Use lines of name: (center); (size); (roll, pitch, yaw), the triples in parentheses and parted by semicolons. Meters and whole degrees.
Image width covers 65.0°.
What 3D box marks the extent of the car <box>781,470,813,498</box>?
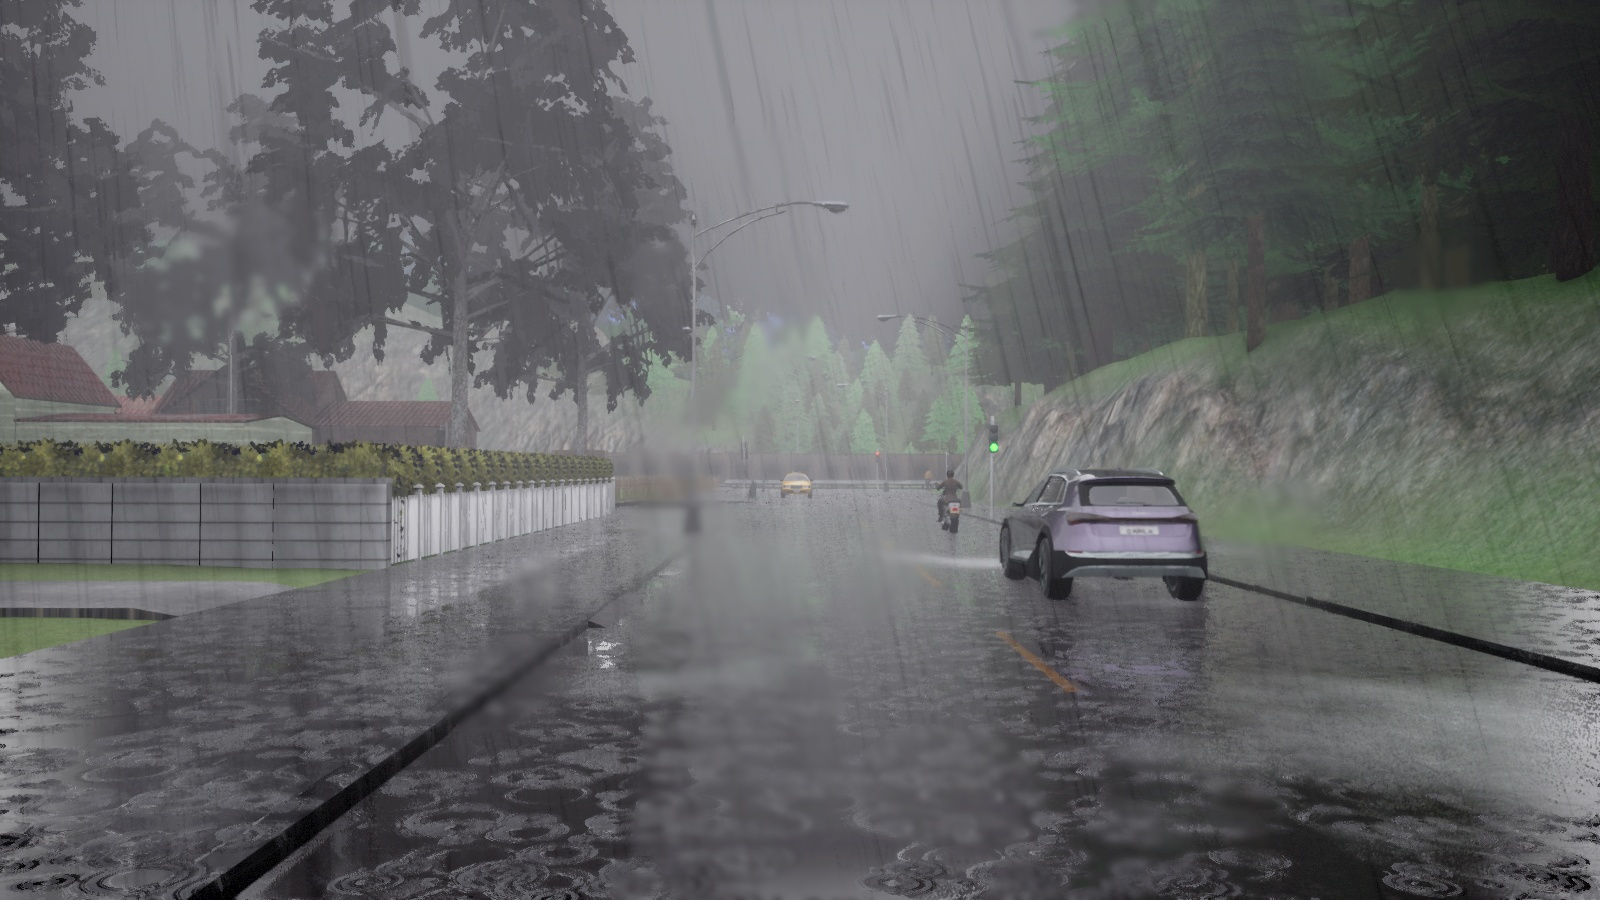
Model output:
car: (-0.184, 1.989, 73.693); (1.801, 1.575, 5.366); (0, -1, 0)

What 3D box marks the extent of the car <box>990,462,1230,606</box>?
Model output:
car: (3.957, 1.013, 16.977); (2.033, 1.649, 4.856); (0, -1, 0)

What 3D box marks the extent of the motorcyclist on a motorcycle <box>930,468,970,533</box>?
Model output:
motorcyclist on a motorcycle: (3.917, 1.301, 32.914); (0.766, 1.649, 2.350); (0, -1, 0)
